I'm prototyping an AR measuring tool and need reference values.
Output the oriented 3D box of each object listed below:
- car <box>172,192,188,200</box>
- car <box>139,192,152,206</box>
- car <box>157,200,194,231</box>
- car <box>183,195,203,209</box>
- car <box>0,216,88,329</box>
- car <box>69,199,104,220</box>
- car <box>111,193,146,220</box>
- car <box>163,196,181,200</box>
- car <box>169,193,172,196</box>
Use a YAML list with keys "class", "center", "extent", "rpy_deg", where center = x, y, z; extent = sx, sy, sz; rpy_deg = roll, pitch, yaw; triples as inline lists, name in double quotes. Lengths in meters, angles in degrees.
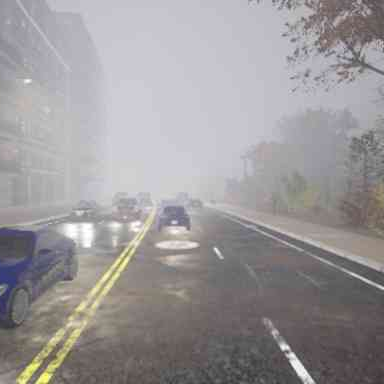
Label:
- class: "car"
  center: [-1.802, 0.953, 60.197]
  extent: [2.150, 2.045, 5.566]
  rpy_deg: [0, 0, -7]
- class: "car"
  center: [-7.140, 0.966, 49.590]
  extent: [2.150, 2.045, 5.566]
  rpy_deg: [0, 0, -6]
- class: "car"
  center: [-1.099, 1.442, 19.975]
  extent: [1.812, 1.442, 4.674]
  rpy_deg: [0, 0, -4]
- class: "car"
  center: [0.271, 1.392, 42.086]
  extent: [1.994, 1.385, 4.181]
  rpy_deg: [0, 0, -5]
- class: "car"
  center: [-3.772, 1.480, 6.927]
  extent: [1.812, 1.442, 4.674]
  rpy_deg: [0, 0, -3]
- class: "car"
  center: [-8.290, 1.346, 26.387]
  extent: [2.128, 1.511, 4.902]
  rpy_deg: [0, 0, -5]
- class: "car"
  center: [-5.026, 1.222, 26.328]
  extent: [2.097, 1.767, 4.553]
  rpy_deg: [0, 0, -5]
- class: "car"
  center: [-2.589, 1.432, 38.091]
  extent: [1.895, 1.301, 4.718]
  rpy_deg: [0, 0, -5]
- class: "car"
  center: [-4.273, 0.995, 77.284]
  extent: [2.097, 1.767, 4.553]
  rpy_deg: [0, 0, -9]
